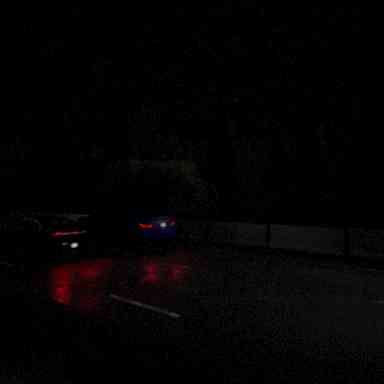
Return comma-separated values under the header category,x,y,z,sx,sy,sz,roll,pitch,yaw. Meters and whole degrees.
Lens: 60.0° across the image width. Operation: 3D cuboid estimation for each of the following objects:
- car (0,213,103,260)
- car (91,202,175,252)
category,x,y,z,sx,sy,sz,roll,pitch,yaw
car,-6.107,1.721,13.476,4.902,1.511,2.128,-1,-2,39
car,-3.292,1.507,15.706,5.566,2.045,2.150,-1,-2,39
